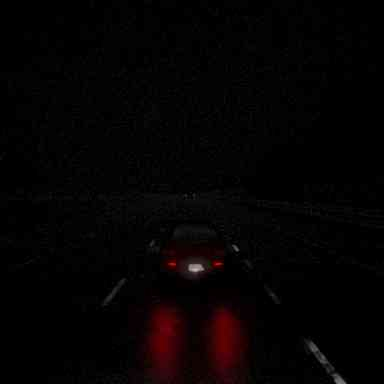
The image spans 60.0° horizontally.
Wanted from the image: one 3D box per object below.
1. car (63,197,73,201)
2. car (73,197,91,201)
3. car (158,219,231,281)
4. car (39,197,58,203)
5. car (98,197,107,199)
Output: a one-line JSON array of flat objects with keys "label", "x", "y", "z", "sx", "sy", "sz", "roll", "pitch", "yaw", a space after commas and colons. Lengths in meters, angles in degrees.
[{"label": "car", "x": -24.495, "y": 1.738, "z": 67.286, "sx": 2.033, "sy": 1.411, "sz": 5.357, "roll": 0, "pitch": 0, "yaw": 0}, {"label": "car", "x": -20.999, "y": 1.715, "z": 65.017, "sx": 1.812, "sy": 1.442, "sz": 4.674, "roll": 0, "pitch": 0, "yaw": 0}, {"label": "car", "x": 0.039, "y": 1.518, "z": 9.748, "sx": 1.812, "sy": 1.442, "sz": 4.674, "roll": 0, "pitch": 0, "yaw": -1}, {"label": "car", "x": -27.995, "y": 1.668, "z": 64.996, "sx": 1.882, "sy": 1.535, "sz": 5.008, "roll": 0, "pitch": 0, "yaw": 0}, {"label": "car", "x": -17.501, "y": 1.716, "z": 65.028, "sx": 1.812, "sy": 1.442, "sz": 4.674, "roll": 0, "pitch": 0, "yaw": 0}]
